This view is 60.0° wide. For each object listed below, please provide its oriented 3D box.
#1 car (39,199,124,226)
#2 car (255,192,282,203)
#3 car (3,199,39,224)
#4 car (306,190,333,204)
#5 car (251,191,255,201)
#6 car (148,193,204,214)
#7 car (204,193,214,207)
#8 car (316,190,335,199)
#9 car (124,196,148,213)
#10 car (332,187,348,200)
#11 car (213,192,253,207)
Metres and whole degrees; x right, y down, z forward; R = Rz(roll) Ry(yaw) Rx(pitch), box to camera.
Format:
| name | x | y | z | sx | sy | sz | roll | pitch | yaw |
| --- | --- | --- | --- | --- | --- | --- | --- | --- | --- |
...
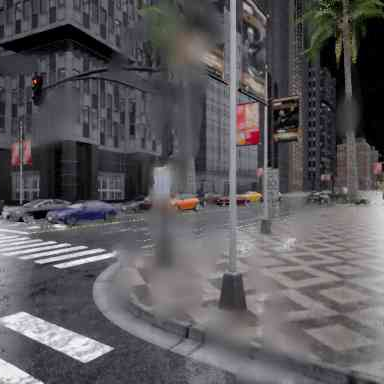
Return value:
| name | x | y | z | sx | sy | sz | roll | pitch | yaw |
| --- | --- | --- | --- | --- | --- | --- | --- | --- | --- |
| car | -6.912 | 1.253 | 21.255 | 1.812 | 1.442 | 4.674 | 0 | 1 | 36 |
| car | 11.129 | 0.700 | 46.634 | 1.837 | 1.490 | 4.892 | 0 | 1 | 36 |
| car | -10.082 | 1.229 | 22.517 | 2.128 | 1.511 | 4.902 | 0 | 1 | 37 |
| car | 15.870 | 0.730 | 41.842 | 1.837 | 1.490 | 4.892 | 0 | 1 | 36 |
| car | 8.258 | 0.673 | 48.209 | 1.882 | 1.535 | 5.008 | 0 | 1 | 36 |
| car | -1.293 | 0.908 | 29.199 | 2.097 | 1.767 | 4.553 | 0 | 1 | 35 |
| car | 1.620 | 0.863 | 38.923 | 1.882 | 1.535 | 5.008 | 0 | 1 | 35 |
| car | 23.316 | 0.417 | 57.974 | 1.882 | 1.535 | 5.008 | 0 | 1 | 35 |
| car | -4.454 | 1.092 | 30.358 | 1.812 | 1.442 | 4.674 | 0 | 1 | 35 |
| car | 23.628 | 0.230 | 52.801 | 2.150 | 2.045 | 5.566 | 0 | 1 | 36 |
| car | 4.731 | 0.978 | 37.694 | 1.895 | 1.301 | 4.718 | 0 | 1 | 35 |
